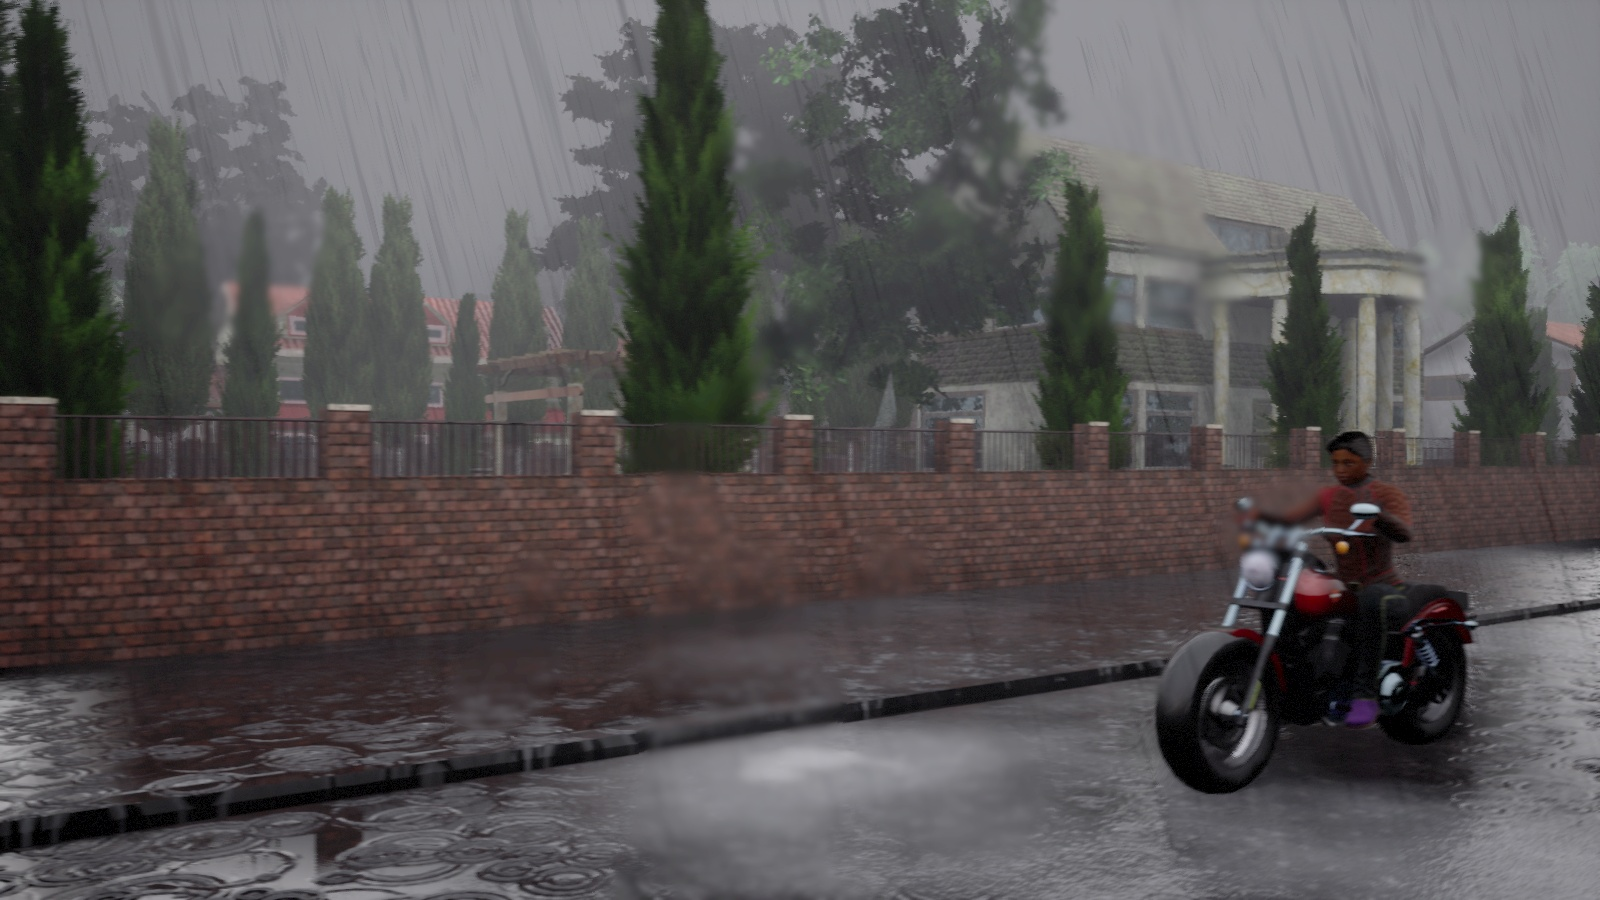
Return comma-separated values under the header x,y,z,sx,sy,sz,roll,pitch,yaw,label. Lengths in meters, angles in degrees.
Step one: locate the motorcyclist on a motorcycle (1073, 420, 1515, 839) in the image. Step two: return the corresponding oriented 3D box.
x,y,z,sx,sy,sz,roll,pitch,yaw,label
2.399,0.705,5.938,2.350,1.649,0.766,0,0,-35,motorcyclist on a motorcycle
